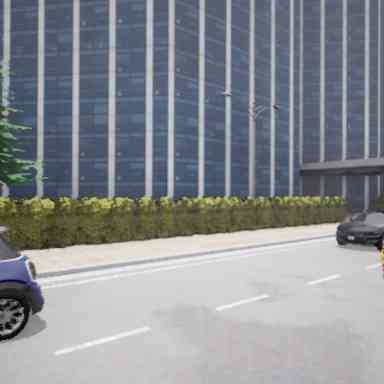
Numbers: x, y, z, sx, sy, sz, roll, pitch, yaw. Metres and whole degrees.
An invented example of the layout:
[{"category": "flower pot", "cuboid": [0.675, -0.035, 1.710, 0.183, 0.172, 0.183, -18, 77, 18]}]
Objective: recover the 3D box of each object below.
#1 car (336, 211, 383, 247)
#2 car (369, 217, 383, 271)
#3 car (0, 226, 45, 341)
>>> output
[{"category": "car", "cuboid": [8.311, 1.580, 14.696, 5.008, 1.535, 1.882, 1, 0, -37]}, {"category": "car", "cuboid": [7.315, 1.554, 9.567, 5.008, 1.535, 1.882, 1, 0, -37]}, {"category": "car", "cuboid": [-4.718, 1.346, 4.828, 4.553, 1.767, 2.097, 0, 0, -37]}]
